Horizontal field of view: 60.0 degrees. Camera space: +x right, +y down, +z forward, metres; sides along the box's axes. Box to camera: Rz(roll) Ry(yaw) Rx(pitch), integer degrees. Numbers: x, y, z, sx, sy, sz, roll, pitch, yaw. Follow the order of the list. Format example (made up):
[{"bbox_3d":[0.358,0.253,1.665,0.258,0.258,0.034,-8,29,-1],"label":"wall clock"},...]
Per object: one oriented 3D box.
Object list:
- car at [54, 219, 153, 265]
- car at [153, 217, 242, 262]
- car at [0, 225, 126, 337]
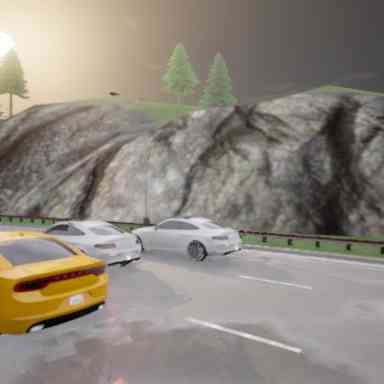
[{"bbox_3d":[-3.706,1.606,10.692,4.674,1.442,1.812,0,-1,34],"label":"car"},{"bbox_3d":[-0.396,1.661,12.666,4.674,1.442,1.812,0,-1,34],"label":"car"},{"bbox_3d":[-3.830,1.513,6.589,5.008,1.535,1.882,0,-1,35],"label":"car"}]
